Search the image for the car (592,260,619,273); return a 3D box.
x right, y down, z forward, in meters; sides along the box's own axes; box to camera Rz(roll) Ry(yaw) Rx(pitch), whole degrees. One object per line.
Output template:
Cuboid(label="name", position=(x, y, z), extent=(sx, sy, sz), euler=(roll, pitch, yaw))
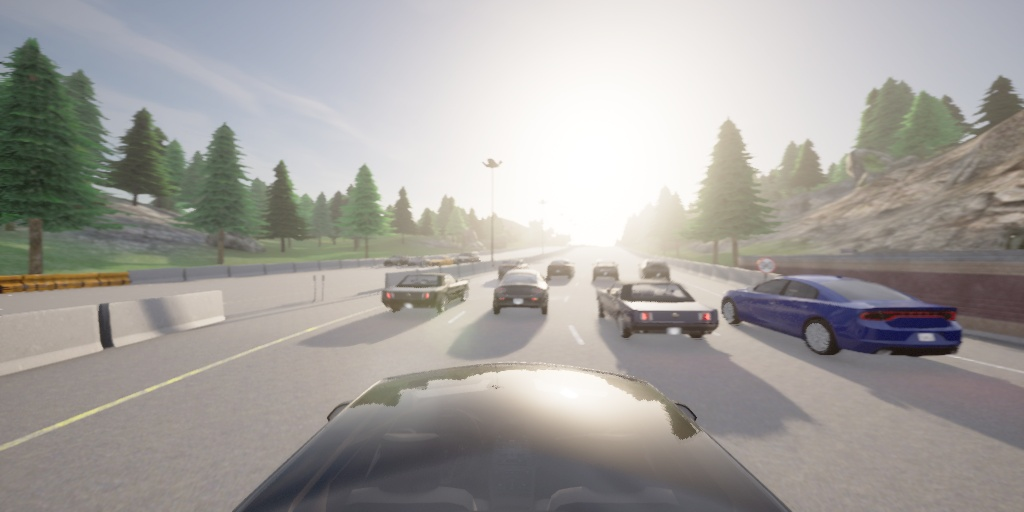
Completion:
Cuboid(label="car", position=(7.146, 1.008, 27.442), extent=(2.128, 1.511, 4.902), euler=(0, 1, 14))

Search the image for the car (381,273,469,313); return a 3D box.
Cuboid(label="car", position=(-3.043, 1.301, 13.754), extent=(1.895, 1.301, 4.718), euler=(0, 0, 7))

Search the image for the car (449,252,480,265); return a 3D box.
Cuboid(label="car", position=(-5.961, 0.457, 47.766), extent=(2.150, 2.045, 5.566), euler=(0, 1, 14))

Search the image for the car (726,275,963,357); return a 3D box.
Cuboid(label="car", position=(6.983, 1.175, 8.454), extent=(1.882, 1.535, 5.008), euler=(0, 1, 2))

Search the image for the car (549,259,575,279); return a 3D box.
Cuboid(label="car", position=(4.114, 0.978, 29.719), extent=(1.882, 1.535, 5.008), euler=(0, 1, 14))

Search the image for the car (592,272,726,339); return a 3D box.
Cuboid(label="car", position=(3.571, 1.300, 9.838), extent=(1.895, 1.301, 4.718), euler=(0, 0, 3))

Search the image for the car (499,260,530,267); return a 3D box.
Cuboid(label="car", position=(0.276, 1.029, 28.828), extent=(2.128, 1.511, 4.902), euler=(0, 1, 14))

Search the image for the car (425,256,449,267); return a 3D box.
Cuboid(label="car", position=(-9.344, 0.721, 48.646), extent=(1.882, 1.535, 5.008), euler=(0, 1, 14))

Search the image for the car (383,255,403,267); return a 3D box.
Cuboid(label="car", position=(-16.100, 0.609, 50.463), extent=(2.097, 1.767, 4.553), euler=(0, 1, 14))

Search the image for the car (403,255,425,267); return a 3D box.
Cuboid(label="car", position=(-12.726, 0.815, 49.541), extent=(1.994, 1.385, 4.181), euler=(0, 1, 14))

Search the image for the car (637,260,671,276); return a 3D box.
Cuboid(label="car", position=(10.643, 1.006, 26.994), extent=(1.837, 1.490, 4.892), euler=(0, 1, 14))

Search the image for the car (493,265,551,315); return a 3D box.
Cuboid(label="car", position=(0.434, 1.218, 13.261), extent=(1.812, 1.442, 4.674), euler=(0, 0, 6))
